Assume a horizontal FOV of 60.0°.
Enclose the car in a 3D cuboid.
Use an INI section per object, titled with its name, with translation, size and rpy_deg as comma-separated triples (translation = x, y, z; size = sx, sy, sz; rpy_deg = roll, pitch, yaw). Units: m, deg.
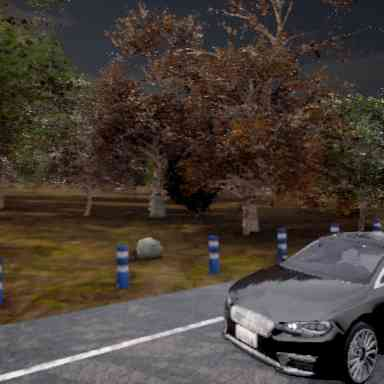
[car]
translation = 2.725, 1.454, 5.356
size = 4.902, 1.511, 2.128
rpy_deg = -1, 0, -32
